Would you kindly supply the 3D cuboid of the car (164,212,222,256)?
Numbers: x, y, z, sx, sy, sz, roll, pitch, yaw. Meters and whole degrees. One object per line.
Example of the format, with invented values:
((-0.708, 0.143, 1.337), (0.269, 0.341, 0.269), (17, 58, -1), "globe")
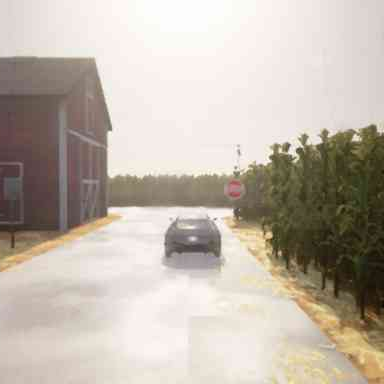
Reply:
((0.044, 1.445, 12.623), (1.994, 1.385, 4.181), (0, 1, 1), "car")
